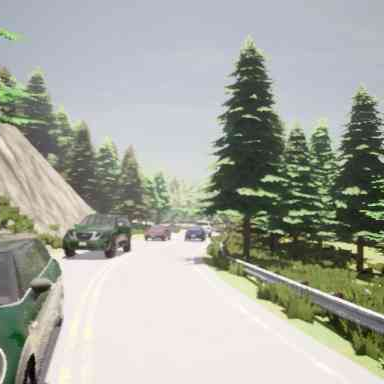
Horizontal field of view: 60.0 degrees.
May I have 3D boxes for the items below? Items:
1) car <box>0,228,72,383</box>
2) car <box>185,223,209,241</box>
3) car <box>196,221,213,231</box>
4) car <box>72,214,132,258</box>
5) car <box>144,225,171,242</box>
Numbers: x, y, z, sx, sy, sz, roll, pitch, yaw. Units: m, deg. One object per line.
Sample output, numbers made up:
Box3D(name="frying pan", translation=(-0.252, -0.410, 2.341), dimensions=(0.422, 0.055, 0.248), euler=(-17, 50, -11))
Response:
Box3D(name="car", translation=(-2.847, 1.405, 4.087), dimensions=(2.097, 1.767, 4.553), euler=(1, -2, -16))
Box3D(name="car", translation=(0.382, 4.124, 33.184), dimensions=(1.812, 1.442, 4.674), euler=(1, -5, 7))
Box3D(name="car", translation=(1.495, 4.833, 43.490), dimensions=(2.150, 2.045, 5.566), euler=(1, -5, 6))
Box3D(name="car", translation=(-4.561, 2.135, 17.034), dimensions=(2.150, 2.045, 5.566), euler=(1, -5, 3))
Box3D(name="car", translation=(-3.155, 3.845, 31.449), dimensions=(1.812, 1.442, 4.674), euler=(1, -6, 7))
